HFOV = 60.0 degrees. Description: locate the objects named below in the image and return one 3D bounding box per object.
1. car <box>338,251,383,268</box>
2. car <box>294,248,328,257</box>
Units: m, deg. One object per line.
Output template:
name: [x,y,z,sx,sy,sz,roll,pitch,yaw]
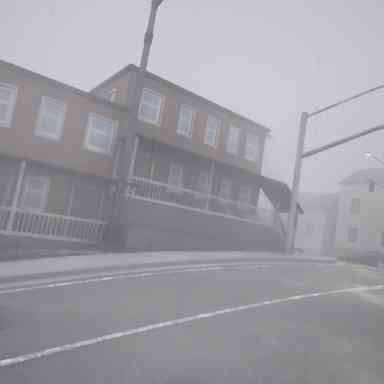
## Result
car: [14.883,5.770,28.144,1.882,1.535,5.008,13,-16,-35]
car: [9.700,5.693,29.281,1.812,1.442,4.674,14,-16,-34]
